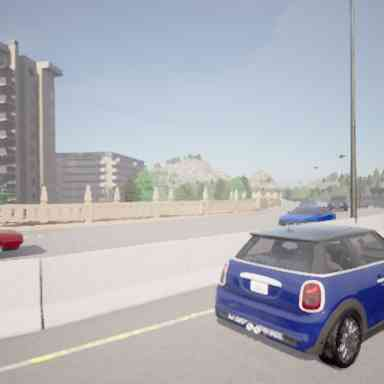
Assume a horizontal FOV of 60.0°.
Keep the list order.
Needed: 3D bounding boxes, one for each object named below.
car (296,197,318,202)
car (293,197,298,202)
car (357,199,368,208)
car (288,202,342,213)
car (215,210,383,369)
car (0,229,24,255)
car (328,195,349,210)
[{"bbox_3d":[15.389,1.735,43.688,1.882,1.535,5.008,0,-1,27],"label":"car"},{"bbox_3d":[26.472,1.894,83.069,1.994,1.385,4.181,-1,-1,10],"label":"car"},{"bbox_3d":[27.762,1.843,55.045,2.033,1.411,5.357,-1,-1,19],"label":"car"},{"bbox_3d":[6.997,1.572,19.916,1.882,1.535,5.008,0,0,43],"label":"car"},{"bbox_3d":[2.609,1.376,6.051,4.553,1.767,2.097,0,0,-39],"label":"car"},{"bbox_3d":[-8.326,1.663,11.040,4.718,1.301,1.895,0,0,-36],"label":"car"},{"bbox_3d":[18.675,1.450,42.374,2.150,2.045,5.566,0,0,27],"label":"car"}]
